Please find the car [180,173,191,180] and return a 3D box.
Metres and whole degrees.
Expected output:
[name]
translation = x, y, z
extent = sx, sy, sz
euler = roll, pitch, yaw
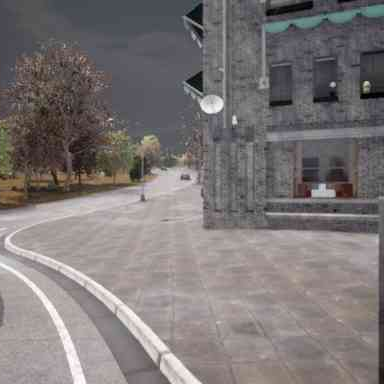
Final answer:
[car]
translation = -1.365, -3.224, 67.579
extent = 2.128, 1.511, 4.902
euler = 0, 5, 1
